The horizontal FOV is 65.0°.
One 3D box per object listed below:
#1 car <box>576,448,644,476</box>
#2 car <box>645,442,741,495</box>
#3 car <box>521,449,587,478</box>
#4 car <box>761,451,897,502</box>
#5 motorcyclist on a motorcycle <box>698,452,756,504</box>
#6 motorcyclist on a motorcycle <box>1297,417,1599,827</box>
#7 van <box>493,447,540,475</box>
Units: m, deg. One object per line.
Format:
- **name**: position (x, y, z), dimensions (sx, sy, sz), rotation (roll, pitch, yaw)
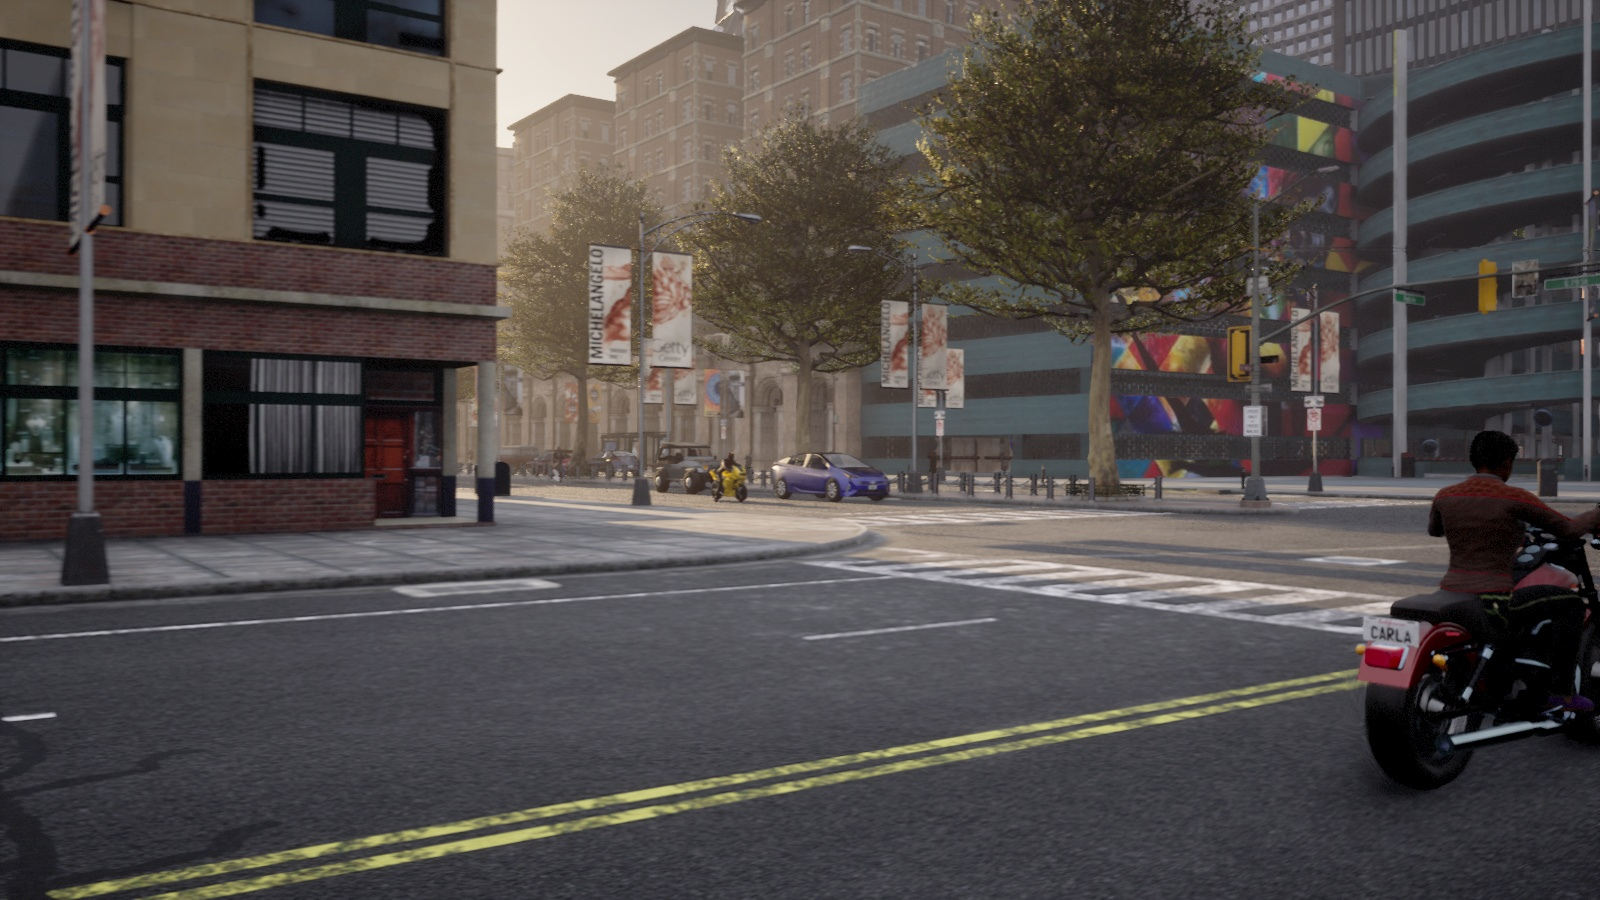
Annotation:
- **car**: position (-11.777, 0.739, 77.728), dimensions (2.152, 1.651, 5.027), rotation (0, 0, -35)
- **car**: position (-4.027, 0.664, 46.679), dimensions (1.905, 1.878, 3.866), rotation (0, 0, -34)
- **car**: position (-14.916, 0.807, 76.107), dimensions (2.242, 1.667, 4.611), rotation (0, 0, -35)
- **car**: position (0.849, 0.787, 39.811), dimensions (2.007, 1.525, 4.514), rotation (0, 0, -35)
- **motorcyclist on a motorcycle**: position (-2.218, 0.825, 38.004), dimensions (0.797, 1.523, 2.044), rotation (0, 0, -35)
- **motorcyclist on a motorcycle**: position (3.438, 0.703, 6.052), dimensions (2.350, 1.649, 0.766), rotation (1, 0, -35)
- **van**: position (-20.329, 0.761, 89.909), dimensions (1.775, 1.987, 4.442), rotation (0, 0, -35)
